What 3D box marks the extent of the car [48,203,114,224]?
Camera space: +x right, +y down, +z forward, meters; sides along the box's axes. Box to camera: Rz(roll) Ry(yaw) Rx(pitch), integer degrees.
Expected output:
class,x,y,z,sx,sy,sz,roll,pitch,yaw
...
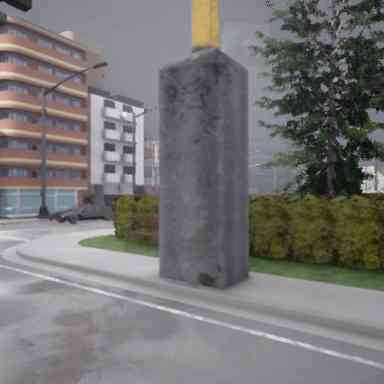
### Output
class,x,y,z,sx,sy,sz,roll,pitch,yaw
car,-8.127,1.582,25.522,2.033,1.411,5.357,0,0,36
